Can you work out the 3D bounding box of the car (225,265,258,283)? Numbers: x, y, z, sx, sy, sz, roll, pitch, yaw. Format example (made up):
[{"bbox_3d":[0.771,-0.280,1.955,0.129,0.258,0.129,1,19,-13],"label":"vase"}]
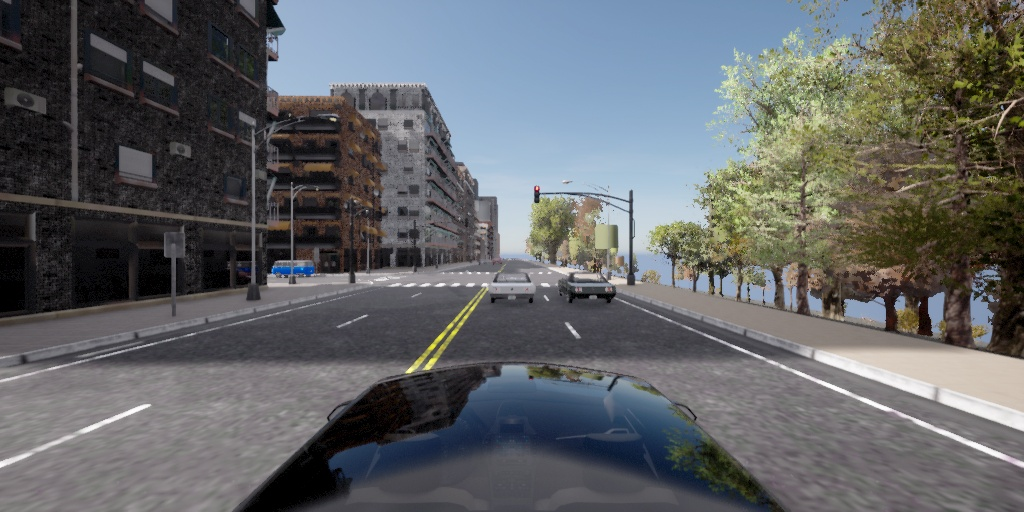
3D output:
[{"bbox_3d":[-22.632,1.625,28.919,4.207,1.307,1.802,0,0,-1],"label":"car"}]

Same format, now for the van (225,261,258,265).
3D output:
[{"bbox_3d":[-28.320,1.428,37.189,3.998,1.789,1.690,0,0,-1],"label":"van"}]

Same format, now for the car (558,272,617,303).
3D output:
[{"bbox_3d":[3.250,1.366,16.530,1.895,1.301,4.718,0,0,0],"label":"car"}]

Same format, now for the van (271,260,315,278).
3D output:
[{"bbox_3d":[-22.719,1.354,37.266,3.998,1.789,1.690,0,0,-1],"label":"van"}]

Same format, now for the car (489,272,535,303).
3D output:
[{"bbox_3d":[0.000,1.366,16.531,1.895,1.301,4.718,0,0,0],"label":"car"}]
